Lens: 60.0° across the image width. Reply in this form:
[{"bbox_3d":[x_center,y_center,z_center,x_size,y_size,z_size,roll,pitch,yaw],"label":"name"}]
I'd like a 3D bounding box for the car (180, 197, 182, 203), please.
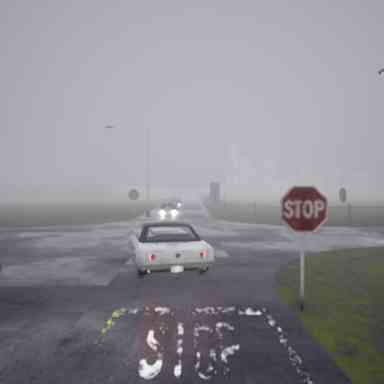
[{"bbox_3d":[-2.787,1.311,59.136,1.994,1.385,4.181,0,0,1],"label":"car"}]

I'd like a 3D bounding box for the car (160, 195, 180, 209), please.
[{"bbox_3d":[-2.837,1.422,40.957,1.895,1.301,4.718,0,0,0],"label":"car"}]

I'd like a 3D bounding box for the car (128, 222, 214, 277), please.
[{"bbox_3d":[-0.868,1.563,10.136,1.895,1.301,4.718,0,0,-13],"label":"car"}]
